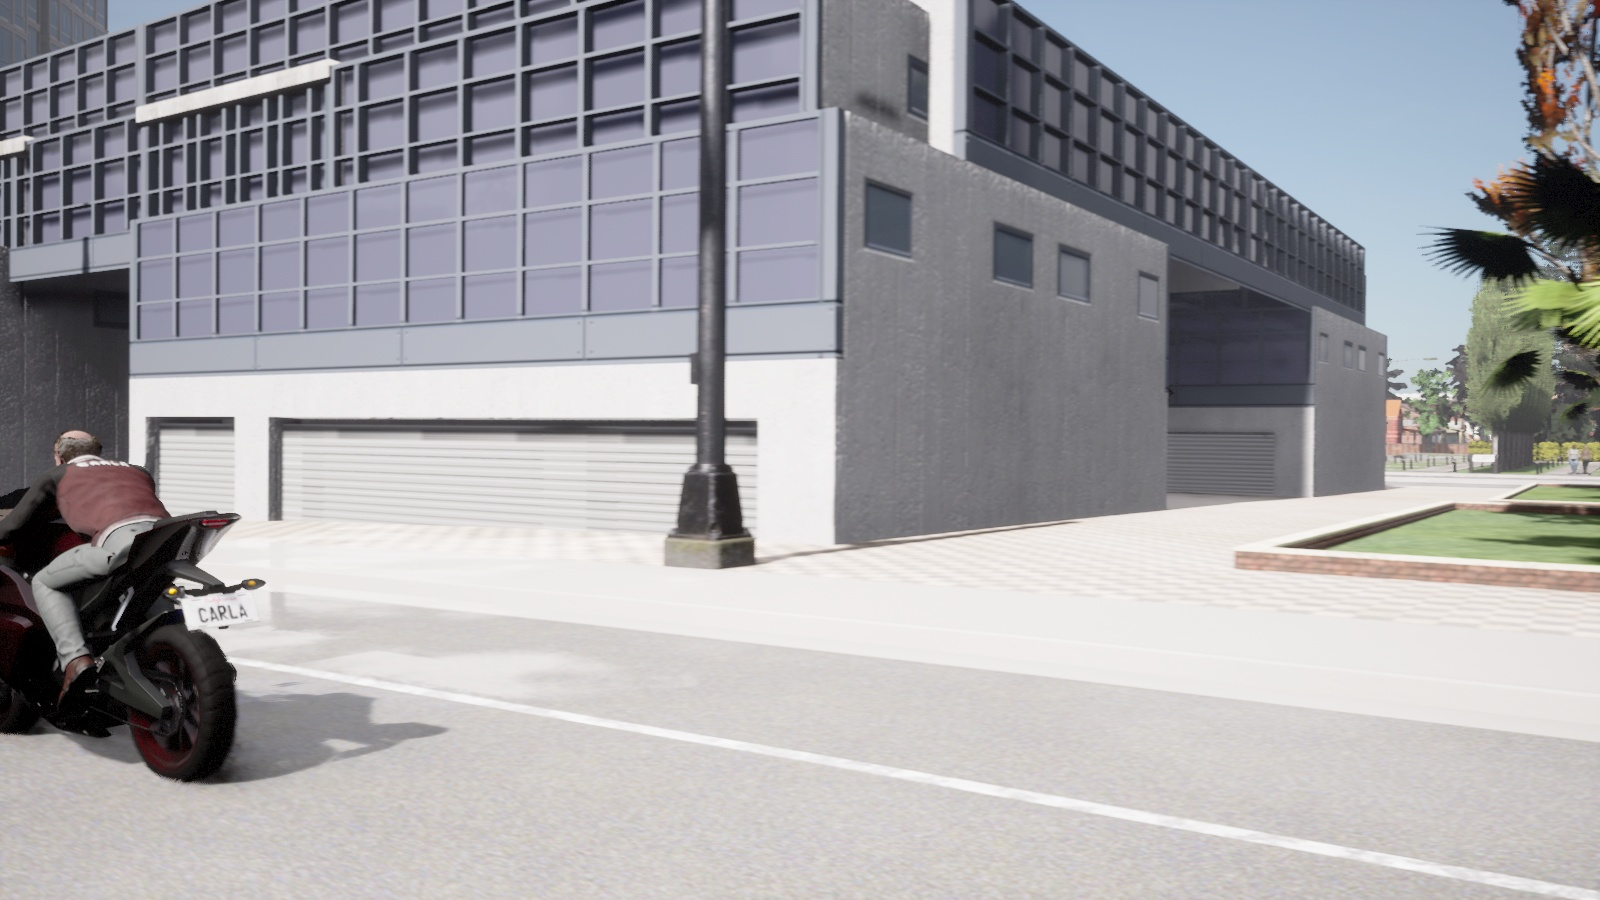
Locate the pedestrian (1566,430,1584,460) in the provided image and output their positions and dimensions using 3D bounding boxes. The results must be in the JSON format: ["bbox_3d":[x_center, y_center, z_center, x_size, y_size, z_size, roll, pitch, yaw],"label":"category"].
[{"bbox_3d":[47.221,-0.308,76.499,0.874,1.855,0.900,0,1,26],"label":"pedestrian"}]

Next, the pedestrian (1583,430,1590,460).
[{"bbox_3d":[48.089,-0.319,76.781,0.331,1.846,0.634,0,1,33],"label":"pedestrian"}]

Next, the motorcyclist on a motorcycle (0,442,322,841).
[{"bbox_3d":[-3.282,0.744,5.805,2.191,1.530,0.866,-1,1,34],"label":"motorcyclist on a motorcycle"}]
